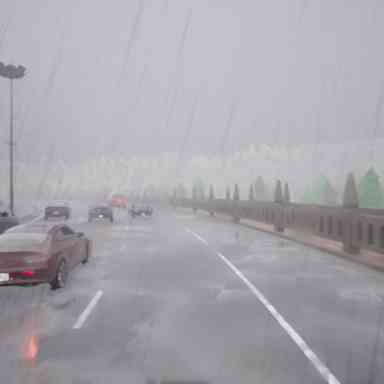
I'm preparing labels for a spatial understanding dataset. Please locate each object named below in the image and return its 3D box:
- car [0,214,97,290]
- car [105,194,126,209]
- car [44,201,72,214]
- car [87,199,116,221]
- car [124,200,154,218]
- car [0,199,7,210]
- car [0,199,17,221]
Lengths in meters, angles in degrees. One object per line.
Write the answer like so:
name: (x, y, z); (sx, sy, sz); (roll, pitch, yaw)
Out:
car: (-4.041, 1.547, 8.984); (1.812, 1.442, 4.674); (0, 0, -5)
car: (-10.450, 1.292, 45.312); (2.150, 2.045, 5.566); (0, 0, -25)
car: (-11.715, 1.542, 29.270); (1.882, 1.535, 5.008); (0, 0, -17)
car: (-7.401, 1.550, 27.006); (1.837, 1.490, 4.892); (0, 0, -15)
car: (-4.894, 1.639, 30.963); (1.895, 1.301, 4.718); (0, 0, -17)
car: (-27.398, 1.685, 47.046); (2.033, 1.411, 5.357); (0, 0, -30)
car: (-7.751, 1.259, 11.166); (2.150, 2.045, 5.566); (0, 0, -7)
